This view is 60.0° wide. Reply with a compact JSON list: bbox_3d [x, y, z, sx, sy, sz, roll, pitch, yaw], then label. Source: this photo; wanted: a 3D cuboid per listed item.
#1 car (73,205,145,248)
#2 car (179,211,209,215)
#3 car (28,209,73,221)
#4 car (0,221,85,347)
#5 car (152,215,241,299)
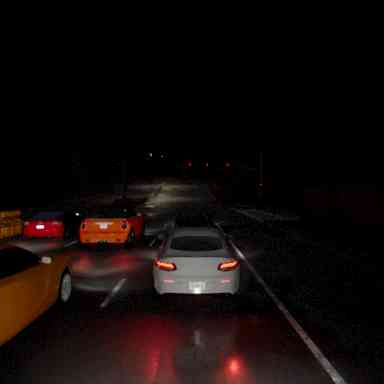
[{"bbox_3d":[-3.406,1.352,14.950,2.097,1.767,4.553,0,0,0],"label":"car"},{"bbox_3d":[0.094,1.601,17.189,1.895,1.301,4.718,0,0,0],"label":"car"},{"bbox_3d":[-6.906,1.564,17.145,1.994,1.385,4.181,0,0,0],"label":"car"},{"bbox_3d":[-3.402,1.478,4.977,1.882,1.535,5.008,0,0,0],"label":"car"},{"bbox_3d":[0.094,1.526,8.301,1.812,1.442,4.674,0,0,0],"label":"car"}]
